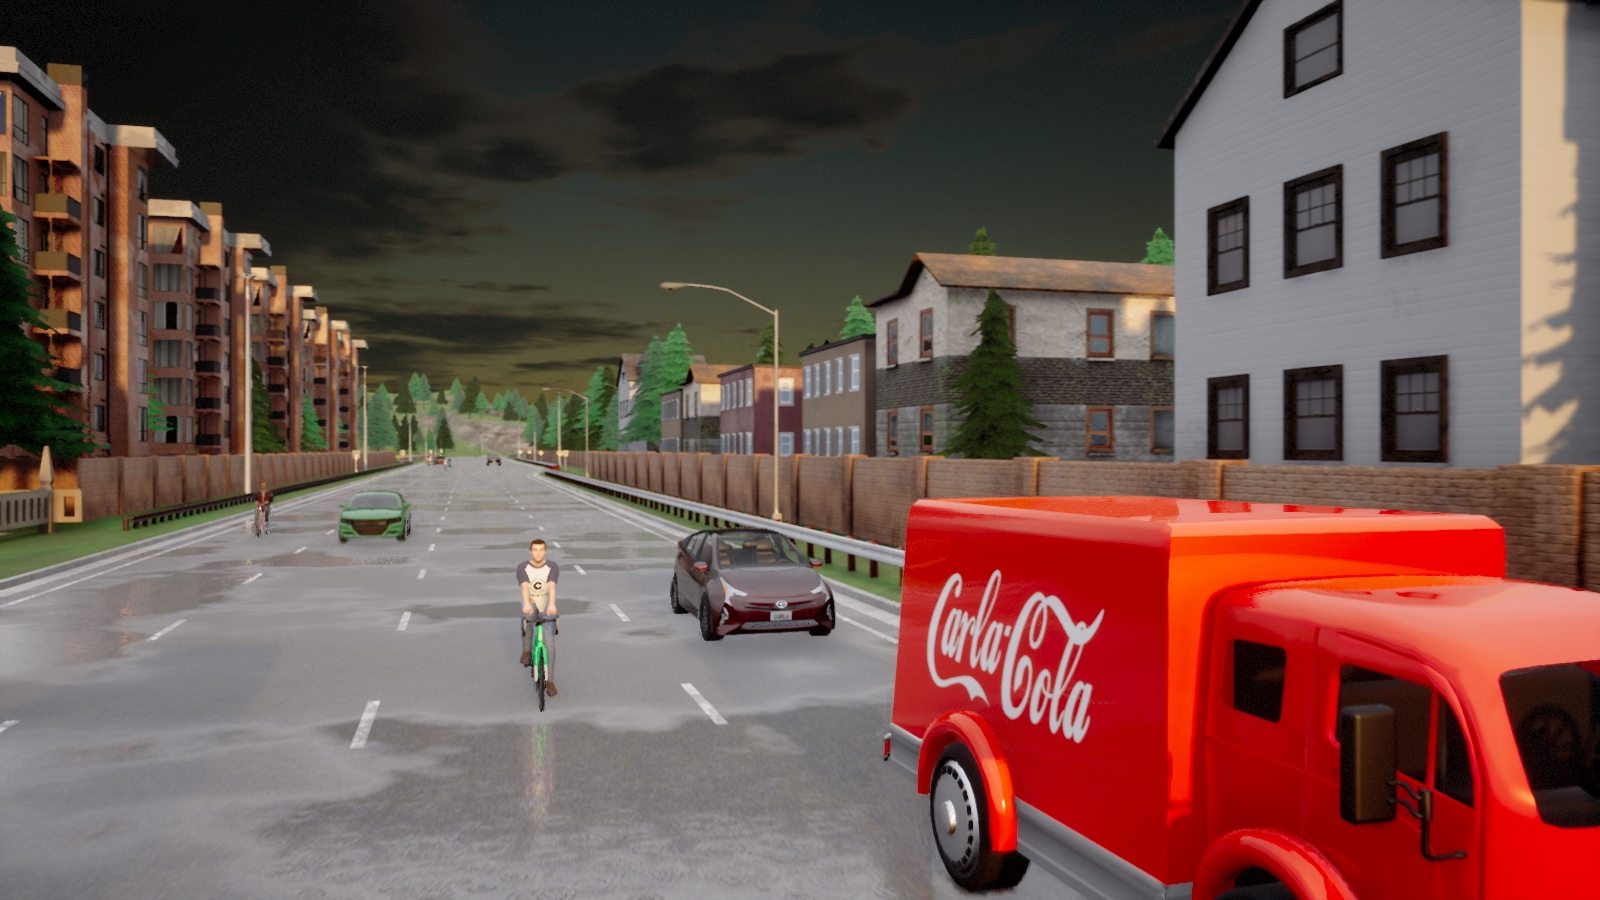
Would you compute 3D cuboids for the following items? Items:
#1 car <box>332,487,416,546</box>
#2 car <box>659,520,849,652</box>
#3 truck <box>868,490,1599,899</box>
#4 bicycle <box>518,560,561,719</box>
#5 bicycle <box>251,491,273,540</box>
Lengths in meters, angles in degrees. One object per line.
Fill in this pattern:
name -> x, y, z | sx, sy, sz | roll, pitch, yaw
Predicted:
car -> -13.266, 2.026, 35.810 | 2.097, 1.535, 5.006 | 0, 0, -16
car -> -0.893, 2.034, 18.289 | 2.007, 1.525, 4.514 | 0, 0, -16
truck -> 2.516, 1.565, 6.508 | 2.627, 2.467, 5.204 | 0, 0, -17
bicycle -> -2.904, 2.052, 12.697 | 0.373, 1.496, 1.643 | 0, 0, -16
bicycle -> -17.000, 2.053, 36.140 | 0.329, 1.471, 1.835 | 0, 0, -16
